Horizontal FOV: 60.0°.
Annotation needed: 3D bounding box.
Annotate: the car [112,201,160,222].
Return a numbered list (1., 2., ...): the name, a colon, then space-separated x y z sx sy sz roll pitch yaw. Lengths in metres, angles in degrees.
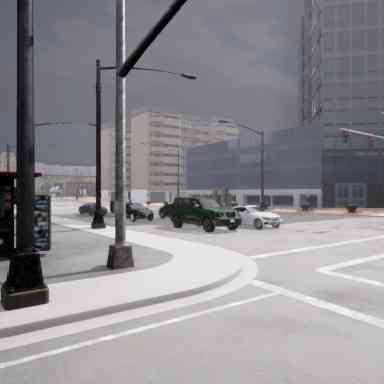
1. car: -5.114 1.741 29.302 1.837 1.490 4.892 0 -1 -36

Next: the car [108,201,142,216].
1. car: -7.987 1.869 39.229 2.128 1.511 4.902 0 -1 -36

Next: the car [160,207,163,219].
1. car: -1.340 1.740 30.122 1.812 1.442 4.674 0 -1 -36

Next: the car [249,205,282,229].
1. car: 3.961 1.635 22.735 1.812 1.442 4.674 0 -1 -35

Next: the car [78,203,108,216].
1. car: -11.361 1.939 37.918 2.033 1.411 5.357 0 -1 -36

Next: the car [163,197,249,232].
1. car: 0.693 1.335 21.304 2.150 2.045 5.566 0 -1 -36
